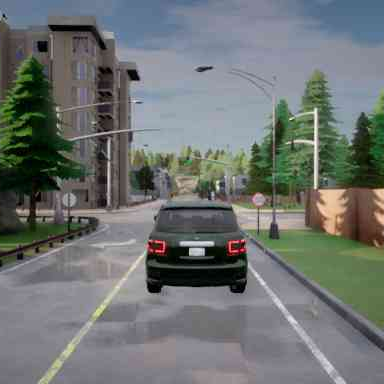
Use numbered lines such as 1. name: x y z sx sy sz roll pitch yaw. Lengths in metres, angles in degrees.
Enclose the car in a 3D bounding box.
1. car: 0.097 1.221 8.959 2.150 2.045 5.566 0 0 0
